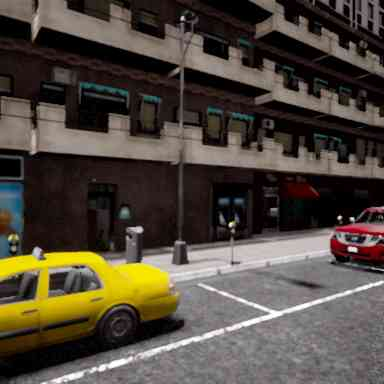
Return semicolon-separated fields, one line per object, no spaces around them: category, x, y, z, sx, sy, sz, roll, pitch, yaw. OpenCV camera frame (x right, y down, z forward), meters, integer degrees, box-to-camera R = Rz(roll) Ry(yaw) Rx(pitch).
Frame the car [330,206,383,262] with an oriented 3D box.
car;6.879;1.428;11.452;5.009;1.841;2.192;1;0;-35

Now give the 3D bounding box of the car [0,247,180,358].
car;-2.490;1.531;4.779;4.829;1.417;1.752;1;0;-35
